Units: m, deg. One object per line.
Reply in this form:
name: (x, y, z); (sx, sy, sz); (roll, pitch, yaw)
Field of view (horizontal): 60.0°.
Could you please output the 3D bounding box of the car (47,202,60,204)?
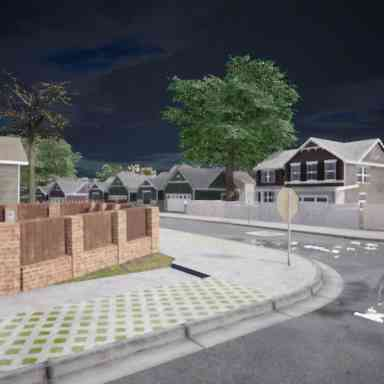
car: (-19.471, 2.086, 46.984); (1.882, 1.535, 5.008); (1, -2, -42)
